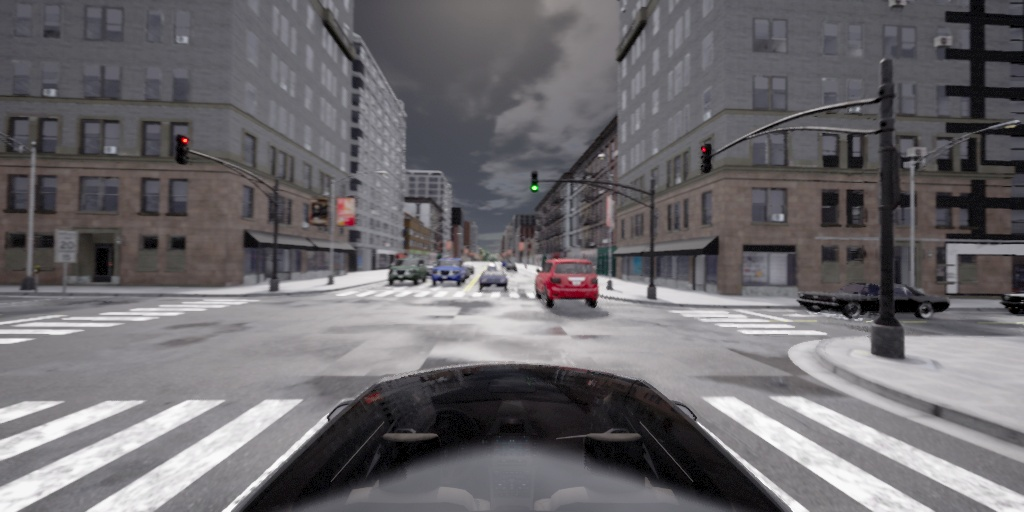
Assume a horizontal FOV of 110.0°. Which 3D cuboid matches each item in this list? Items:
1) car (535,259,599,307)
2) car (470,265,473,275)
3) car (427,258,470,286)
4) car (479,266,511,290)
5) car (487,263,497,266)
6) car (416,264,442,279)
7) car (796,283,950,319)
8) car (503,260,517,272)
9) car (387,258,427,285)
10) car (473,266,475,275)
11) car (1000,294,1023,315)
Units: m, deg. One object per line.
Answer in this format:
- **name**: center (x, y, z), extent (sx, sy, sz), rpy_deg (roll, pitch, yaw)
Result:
- **car**: center (2.413, 1.188, 16.921), extent (2.150, 2.045, 5.566), rpy_deg (1, 0, -3)
- **car**: center (-5.457, 1.625, 38.054), extent (1.812, 1.442, 4.674), rpy_deg (1, -1, -3)
- **car**: center (-4.912, 1.219, 28.557), extent (2.150, 2.045, 5.566), rpy_deg (1, -1, -1)
- **car**: center (-1.294, 1.605, 24.804), extent (1.895, 1.301, 4.718), rpy_deg (1, -1, -3)
- **car**: center (-3.388, 1.934, 60.637), extent (2.033, 1.411, 5.357), rpy_deg (1, -1, -3)
- **car**: center (-8.716, 1.618, 38.048), extent (1.994, 1.385, 4.181), rpy_deg (1, -1, -3)
- **car**: center (14.278, 1.750, 14.393), extent (4.718, 1.301, 1.895), rpy_deg (1, -1, -3)
- **car**: center (-0.117, 1.940, 60.695), extent (1.837, 1.490, 4.892), rpy_deg (1, 0, -3)
- **car**: center (-8.198, 1.173, 28.660), extent (2.150, 2.045, 5.566), rpy_deg (1, -1, -3)
- **car**: center (-5.968, 1.810, 48.251), extent (1.895, 1.301, 4.718), rpy_deg (1, -1, -3)
- **car**: center (23.496, 1.911, 14.838), extent (4.718, 1.301, 1.895), rpy_deg (1, -1, -3)
